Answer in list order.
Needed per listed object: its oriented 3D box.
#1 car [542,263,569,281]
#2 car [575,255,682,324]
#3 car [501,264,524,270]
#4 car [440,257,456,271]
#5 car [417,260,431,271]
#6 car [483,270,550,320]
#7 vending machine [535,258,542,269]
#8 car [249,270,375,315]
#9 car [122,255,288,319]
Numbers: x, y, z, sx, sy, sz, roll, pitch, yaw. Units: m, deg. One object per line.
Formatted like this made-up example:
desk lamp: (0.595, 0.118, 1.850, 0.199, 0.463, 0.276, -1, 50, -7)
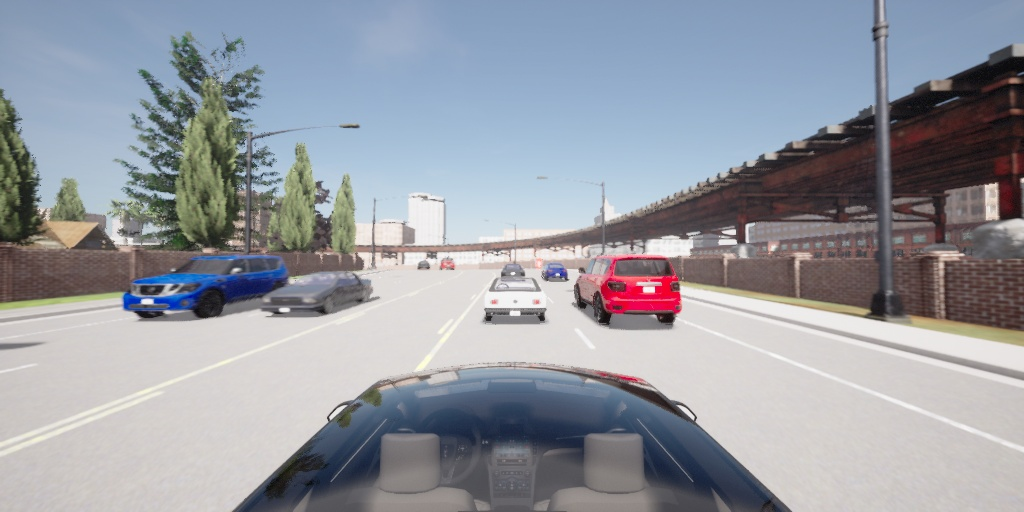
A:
car: (3.571, 1.289, 30.333, 1.812, 1.442, 4.674, 0, 0, 0)
car: (3.597, 0.977, 12.092, 2.150, 2.045, 5.566, 0, 0, 0)
car: (0.073, 1.327, 29.806, 1.994, 1.385, 4.181, 0, 0, 0)
car: (-9.992, 1.201, 55.782, 2.150, 2.045, 5.566, 0, -2, -13)
car: (-13.440, 1.442, 54.997, 1.882, 1.535, 5.008, 0, -2, -13)
car: (0.097, 1.356, 12.547, 1.895, 1.301, 4.718, 0, 0, 0)
vending machine: (4.760, 1.407, 64.479, 1.100, 2.100, 0.880, 0, 0, -16)
car: (-7.104, 1.302, 13.865, 2.033, 1.411, 5.357, 0, 0, 0)
car: (-10.603, 0.976, 13.192, 2.150, 2.045, 5.566, 0, 0, 0)
